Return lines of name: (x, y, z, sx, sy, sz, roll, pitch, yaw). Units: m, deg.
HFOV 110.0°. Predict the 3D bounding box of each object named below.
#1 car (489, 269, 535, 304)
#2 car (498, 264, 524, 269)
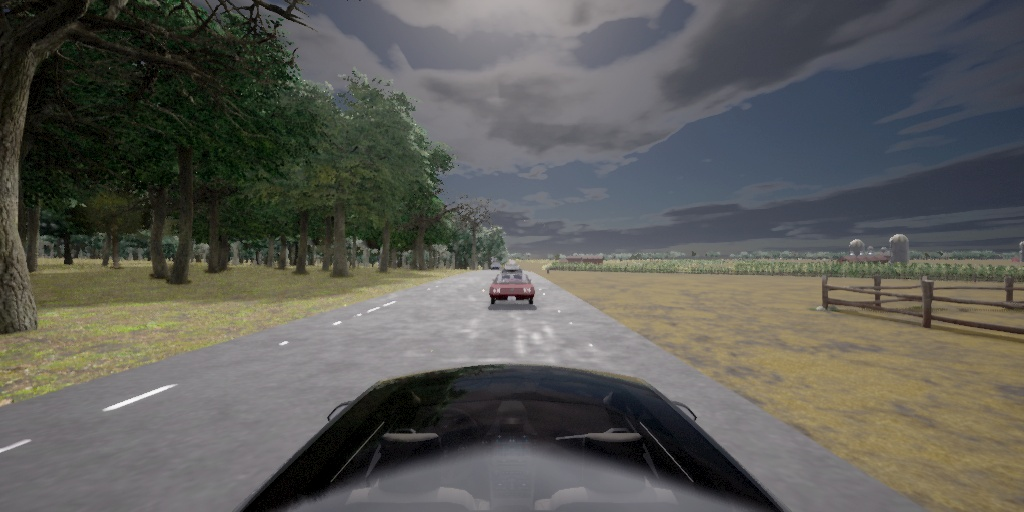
car: (0.000, 1.428, 16.535, 1.895, 1.301, 4.718, 0, 0, 0)
car: (0.000, 1.468, 31.507, 1.837, 1.490, 4.892, 0, -1, 0)
